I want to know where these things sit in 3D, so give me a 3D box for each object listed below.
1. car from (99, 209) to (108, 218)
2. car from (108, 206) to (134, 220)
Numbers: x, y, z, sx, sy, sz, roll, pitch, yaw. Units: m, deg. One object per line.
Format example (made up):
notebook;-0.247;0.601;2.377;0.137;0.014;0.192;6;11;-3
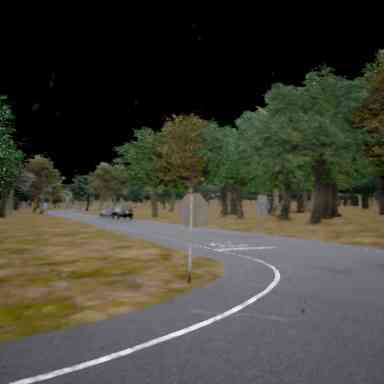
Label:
car;-14.730;3.711;57.660;2.128;1.511;4.902;3;-3;-27
car;-10.224;3.061;48.869;2.150;2.045;5.566;3;-3;-26
